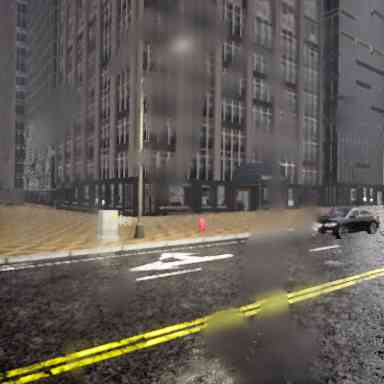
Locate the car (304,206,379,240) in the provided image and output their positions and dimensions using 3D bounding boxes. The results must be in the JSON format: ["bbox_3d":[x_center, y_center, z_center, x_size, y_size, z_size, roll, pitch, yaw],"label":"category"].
[{"bbox_3d":[7.811,1.504,17.248,4.902,1.511,2.128,0,0,-35],"label":"car"}]
